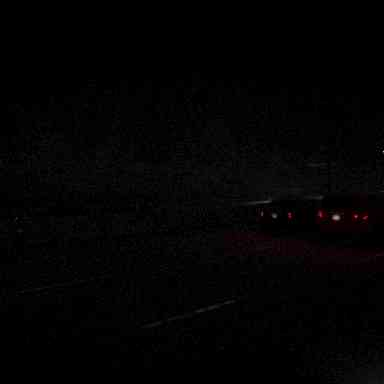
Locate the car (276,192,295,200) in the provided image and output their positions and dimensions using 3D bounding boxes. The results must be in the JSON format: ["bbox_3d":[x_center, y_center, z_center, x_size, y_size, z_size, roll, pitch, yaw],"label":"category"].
[{"bbox_3d":[18.559,0.824,65.853,2.128,1.511,4.902,-1,0,32],"label":"car"}]

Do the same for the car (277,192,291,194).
[{"bbox_3d":[11.085,1.070,37.978,1.882,1.535,5.008,0,0,41],"label":"car"}]

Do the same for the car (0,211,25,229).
[{"bbox_3d":[-11.876,1.635,17.067,5.357,1.411,2.033,-1,0,-36],"label":"car"}]

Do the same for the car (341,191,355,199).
[{"bbox_3d":[30.832,0.632,65.701,1.812,1.442,4.674,-1,0,32],"label":"car"}]

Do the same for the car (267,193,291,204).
[{"bbox_3d":[13.769,0.939,52.362,1.882,1.535,5.008,-1,1,37],"label":"car"}]

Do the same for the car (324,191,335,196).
[{"bbox_3d":[36.161,0.389,87.331,1.994,1.385,4.181,-1,0,33],"label":"car"}]

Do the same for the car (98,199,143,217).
[{"bbox_3d":[-6.975,1.494,29.939,4.181,1.385,1.994,-1,0,-41],"label":"car"}]

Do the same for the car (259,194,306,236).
[{"bbox_3d":[5.591,1.158,17.452,4.553,1.767,2.097,-1,0,-41],"label":"car"}]

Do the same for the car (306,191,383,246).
[{"bbox_3d":[7.529,1.016,14.467,5.566,2.045,2.150,-1,1,-41],"label":"car"}]

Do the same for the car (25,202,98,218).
[{"bbox_3d":[-9.535,1.489,23.279,5.008,1.535,1.882,-1,1,-38],"label":"car"}]

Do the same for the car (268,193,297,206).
[{"bbox_3d":[12.199,1.011,44.678,1.882,1.535,5.008,-1,0,39],"label":"car"}]

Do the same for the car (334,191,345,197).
[{"bbox_3d":[35.242,0.543,79.385,1.895,1.301,4.718,-1,0,32],"label":"car"}]

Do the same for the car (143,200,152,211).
[{"bbox_3d":[-6.286,1.450,35.241,4.181,1.385,1.994,-1,1,-43],"label":"car"}]
